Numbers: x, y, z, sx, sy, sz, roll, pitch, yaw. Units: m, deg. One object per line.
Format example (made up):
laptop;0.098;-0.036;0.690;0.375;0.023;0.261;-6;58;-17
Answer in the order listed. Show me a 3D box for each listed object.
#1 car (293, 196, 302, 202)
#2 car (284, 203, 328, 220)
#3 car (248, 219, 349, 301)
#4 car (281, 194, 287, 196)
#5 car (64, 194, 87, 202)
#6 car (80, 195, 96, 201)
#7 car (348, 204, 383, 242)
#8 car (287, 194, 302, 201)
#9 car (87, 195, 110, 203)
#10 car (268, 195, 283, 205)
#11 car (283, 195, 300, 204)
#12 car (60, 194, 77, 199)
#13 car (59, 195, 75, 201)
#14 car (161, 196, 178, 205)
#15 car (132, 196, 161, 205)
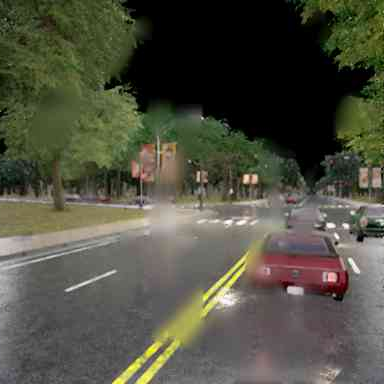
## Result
car;27.118;1.668;85.359;1.812;1.442;4.674;0;0;20
car;5.882;1.532;17.276;1.837;1.490;4.892;0;0;20
car;2.743;1.614;8.498;1.895;1.301;4.718;0;0;20
car;19.298;1.642;73.381;1.812;1.442;4.674;0;0;20
car;-25.311;1.353;71.733;4.674;1.442;1.812;0;0;43
car;-25.262;1.361;80.575;4.181;1.385;1.994;0;0;43
car;8.970;1.380;16.250;2.097;1.767;4.553;0;0;20
car;22.431;1.659;72.488;2.033;1.411;5.357;0;0;20
car;-17.912;1.471;64.811;4.718;1.301;1.895;0;0;43
car;15.650;1.626;63.431;1.812;1.442;4.674;0;0;21
car;18.719;1.702;62.363;1.895;1.301;4.718;0;0;21
car;-32.576;1.156;87.395;5.357;1.411;2.033;0;0;43
car;-30.527;1.349;81.040;4.181;1.385;1.994;0;0;43
car;-4.452;1.471;56.845;4.674;1.442;1.812;0;0;43
car;-8.098;1.424;55.603;4.902;1.511;2.128;0;0;44
